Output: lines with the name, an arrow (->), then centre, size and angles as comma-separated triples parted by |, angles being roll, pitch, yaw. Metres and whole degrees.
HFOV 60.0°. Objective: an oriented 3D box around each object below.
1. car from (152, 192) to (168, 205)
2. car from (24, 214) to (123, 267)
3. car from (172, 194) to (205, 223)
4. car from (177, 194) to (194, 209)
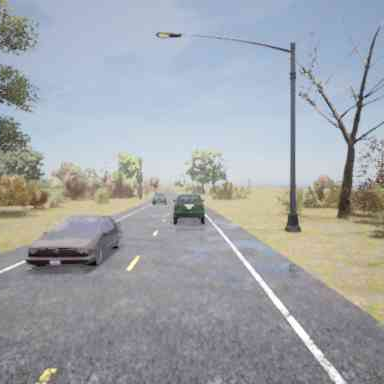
car -> -5.008, 0.994, 51.905 | 2.150, 2.045, 5.566 | 0, 0, -3
car -> -3.689, 1.505, 11.565 | 2.033, 1.411, 5.357 | 0, 0, -1
car -> -0.242, 1.123, 24.393 | 2.150, 2.045, 5.566 | 0, 0, -1
car -> -0.858, 1.173, 41.999 | 2.097, 1.767, 4.553 | 0, 0, -2
